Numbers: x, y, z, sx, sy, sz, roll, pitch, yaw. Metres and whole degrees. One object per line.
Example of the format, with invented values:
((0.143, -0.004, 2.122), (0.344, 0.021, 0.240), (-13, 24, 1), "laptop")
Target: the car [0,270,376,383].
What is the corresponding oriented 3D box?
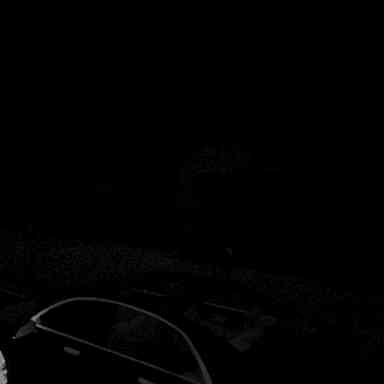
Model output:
((-0.544, 1.541, 3.467), (4.403, 1.369, 2.008), (0, 0, 36), "car")
